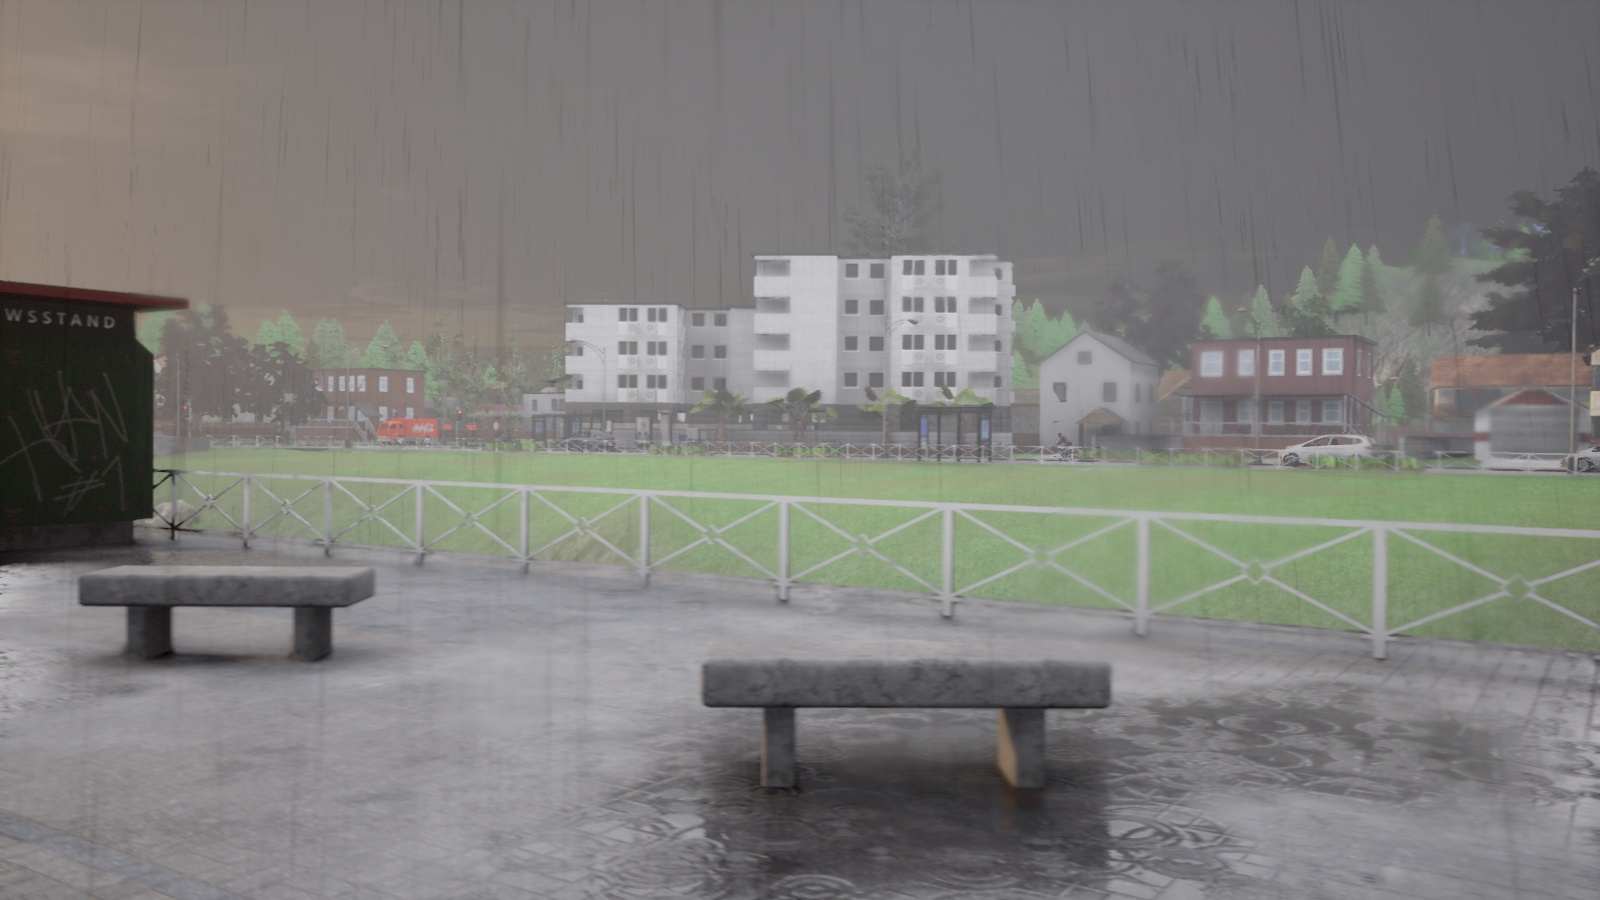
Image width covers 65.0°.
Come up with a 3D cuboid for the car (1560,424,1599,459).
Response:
[{"bbox_3d":[35.707,-0.390,54.564,4.514,1.525,2.007,0,1,34],"label":"car"}]

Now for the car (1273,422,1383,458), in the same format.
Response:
[{"bbox_3d":[25.725,-0.493,61.196,4.611,1.667,2.242,0,1,34],"label":"car"}]

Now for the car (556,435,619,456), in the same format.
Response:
[{"bbox_3d":[-14.943,-0.324,88.232,4.193,1.474,1.816,0,1,34],"label":"car"}]
